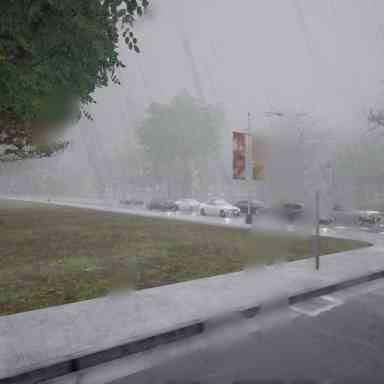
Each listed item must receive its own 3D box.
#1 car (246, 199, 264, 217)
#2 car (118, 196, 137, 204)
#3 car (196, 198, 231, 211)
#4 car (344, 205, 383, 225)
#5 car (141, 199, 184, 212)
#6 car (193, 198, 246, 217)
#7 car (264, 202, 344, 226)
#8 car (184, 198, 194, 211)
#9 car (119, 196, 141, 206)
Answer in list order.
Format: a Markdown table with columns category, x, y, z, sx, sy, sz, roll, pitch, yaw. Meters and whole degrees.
| category | x | y | z | sx | sy | sz | roll | pitch | yaw |
| --- | --- | --- | --- | --- | --- | --- | --- | --- | --- |
| car | 5.821 | 1.484 | 31.775 | 1.837 | 1.490 | 4.892 | 0 | 0 | -35 |
| car | -12.227 | 1.487 | 63.069 | 1.812 | 1.442 | 4.674 | 0 | 0 | -35 |
| car | 2.638 | 1.494 | 42.193 | 1.812 | 1.442 | 4.674 | 0 | 0 | -35 |
| car | 11.154 | 1.589 | 24.284 | 1.895 | 1.301 | 4.718 | 0 | 0 | -35 |
| car | -3.593 | 1.523 | 39.400 | 2.033 | 1.411 | 5.357 | 0 | 0 | -36 |
| car | 2.465 | 1.508 | 30.860 | 1.812 | 1.442 | 4.674 | 0 | 0 | -35 |
| car | 7.733 | 1.495 | 23.485 | 1.837 | 1.490 | 4.892 | 0 | 0 | -35 |
| car | -0.327 | 1.499 | 40.445 | 1.812 | 1.442 | 4.674 | 0 | 0 | -36 |
| car | -9.427 | 1.633 | 53.360 | 1.895 | 1.301 | 4.718 | 0 | 0 | -35 |
